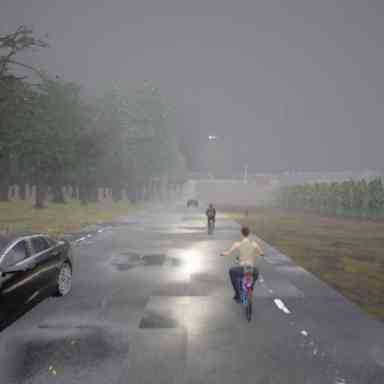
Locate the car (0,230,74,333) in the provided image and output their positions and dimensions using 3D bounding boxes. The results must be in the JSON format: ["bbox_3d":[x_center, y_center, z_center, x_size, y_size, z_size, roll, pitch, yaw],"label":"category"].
[{"bbox_3d":[-3.597,1.482,5.697,2.128,1.511,4.902,0,0,0],"label":"car"}]

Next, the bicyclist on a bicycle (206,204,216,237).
[{"bbox_3d":[0.974,1.436,16.872,0.582,1.620,1.656,0,0,0],"label":"bicyclist on a bicycle"}]

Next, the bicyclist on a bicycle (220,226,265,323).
[{"bbox_3d":[0.969,1.427,6.194,0.866,1.612,1.509,0,0,0],"label":"bicyclist on a bicycle"}]

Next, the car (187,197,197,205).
[{"bbox_3d":[0.038,1.983,73.868,2.128,1.511,4.902,0,-1,0],"label":"car"}]

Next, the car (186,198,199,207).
[{"bbox_3d":[0.127,1.762,57.535,1.837,1.490,4.892,0,-1,0],"label":"car"}]
